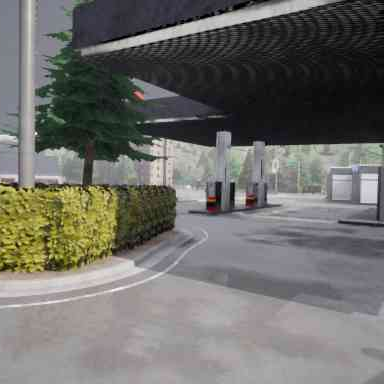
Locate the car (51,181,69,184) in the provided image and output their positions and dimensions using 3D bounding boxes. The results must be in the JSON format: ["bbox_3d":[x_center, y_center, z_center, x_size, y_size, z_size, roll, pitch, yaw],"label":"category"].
[{"bbox_3d":[-26.734,-1.251,65.441,3.866,1.878,1.905,2,2,35],"label":"car"}]

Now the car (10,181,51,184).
[{"bbox_3d":[-17.196,-0.173,35.193,3.866,1.878,1.905,2,2,35],"label":"car"}]

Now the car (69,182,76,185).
[{"bbox_3d":[-25.395,-1.278,68.053,4.605,1.855,1.932,2,2,35],"label":"car"}]

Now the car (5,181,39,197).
[{"bbox_3d":[-21.727,-0.457,42.412,4.605,1.855,1.932,2,2,35],"label":"car"}]

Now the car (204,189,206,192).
[{"bbox_3d":[4.930,-0.335,65.577,5.027,1.636,2.152,2,2,35],"label":"car"}]
